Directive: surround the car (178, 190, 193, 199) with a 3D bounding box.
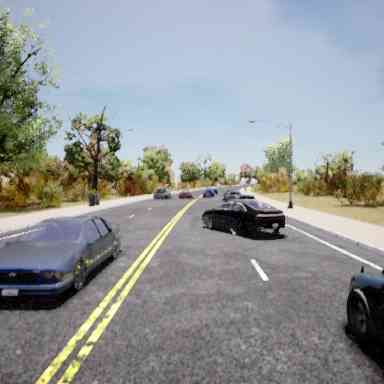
[{"bbox_3d":[-0.912,0.367,51.236,1.994,1.385,4.181,0,1,5],"label":"car"}]

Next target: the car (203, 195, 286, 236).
[{"bbox_3d":[2.296,1.130,15.981,2.128,1.511,4.902,-1,1,-29],"label":"car"}]

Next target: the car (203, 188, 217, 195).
[{"bbox_3d":[2.923,0.167,57.429,1.812,1.442,4.674,0,2,6],"label":"car"}]

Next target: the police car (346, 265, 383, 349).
[{"bbox_3d":[3.289,1.430,3.221,2.038,1.542,4.974,0,1,1],"label":"police car"}]

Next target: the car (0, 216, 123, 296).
[{"bbox_3d":[-3.194,1.353,8.602,2.033,1.411,5.357,0,1,1],"label":"car"}]

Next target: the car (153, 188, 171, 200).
[{"bbox_3d":[-4.356,0.217,48.912,2.097,1.767,4.553,0,1,5],"label":"car"}]

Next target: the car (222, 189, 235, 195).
[{"bbox_3d":[4.555,0.674,35.963,1.837,1.490,4.892,0,1,4],"label":"car"}]

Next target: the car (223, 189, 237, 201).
[{"bbox_3d":[5.315,0.406,46.860,1.837,1.490,4.892,0,1,4],"label":"car"}]

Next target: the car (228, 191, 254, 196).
[{"bbox_3d":[3.964,0.933,25.057,1.837,1.490,4.892,0,1,3],"label":"car"}]
